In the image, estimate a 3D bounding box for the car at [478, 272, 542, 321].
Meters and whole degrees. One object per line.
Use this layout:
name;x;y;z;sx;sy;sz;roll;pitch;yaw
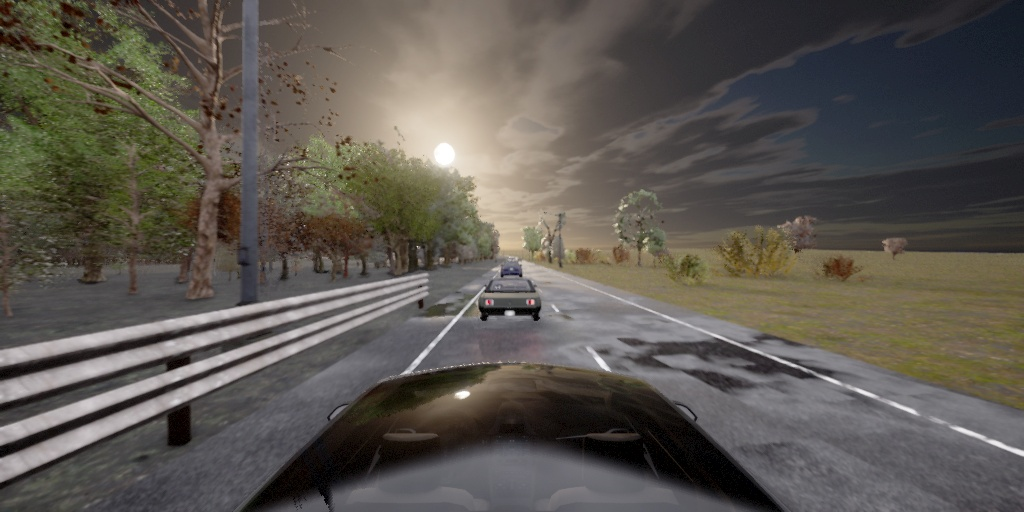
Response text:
car;-0.056;1.401;12.735;1.895;1.301;4.718;0;0;0

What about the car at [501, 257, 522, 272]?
car;-0.045;1.249;35.627;2.097;1.767;4.553;0;0;0
